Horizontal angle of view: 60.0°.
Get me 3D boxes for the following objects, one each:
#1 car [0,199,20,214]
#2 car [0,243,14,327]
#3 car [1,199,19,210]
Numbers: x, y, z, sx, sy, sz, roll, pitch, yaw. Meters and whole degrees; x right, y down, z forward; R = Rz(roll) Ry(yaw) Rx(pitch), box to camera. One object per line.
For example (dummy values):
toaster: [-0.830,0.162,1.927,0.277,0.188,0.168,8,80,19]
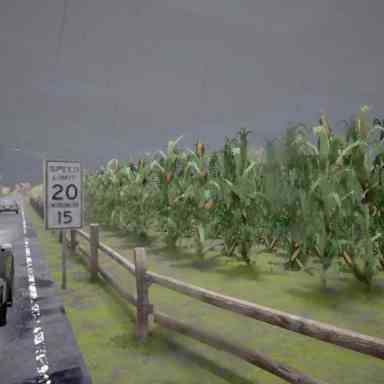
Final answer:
car: [-19.051,1.535,34.573,2.033,1.411,5.357,0,0,-27]
car: [-4.598,1.561,6.466,1.994,1.385,4.181,0,0,-27]
car: [-23.648,1.587,43.349,1.895,1.301,4.718,0,0,-27]
